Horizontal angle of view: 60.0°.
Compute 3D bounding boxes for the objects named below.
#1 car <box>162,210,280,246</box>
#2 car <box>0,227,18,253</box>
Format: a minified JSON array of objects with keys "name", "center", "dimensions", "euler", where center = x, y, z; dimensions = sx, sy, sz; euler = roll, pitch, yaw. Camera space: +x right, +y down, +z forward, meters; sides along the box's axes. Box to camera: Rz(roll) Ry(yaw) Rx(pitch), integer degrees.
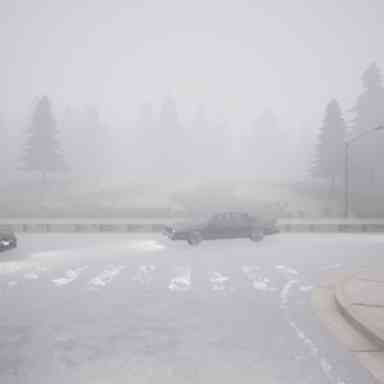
[{"name":"car","center":[1.389,1.547,15.305],"dimensions":[5.357,1.411,2.033],"euler":[0,0,-20]},{"name":"car","center":[-8.673,1.505,11.797],"dimensions":[4.892,1.490,1.837],"euler":[0,0,11]}]
